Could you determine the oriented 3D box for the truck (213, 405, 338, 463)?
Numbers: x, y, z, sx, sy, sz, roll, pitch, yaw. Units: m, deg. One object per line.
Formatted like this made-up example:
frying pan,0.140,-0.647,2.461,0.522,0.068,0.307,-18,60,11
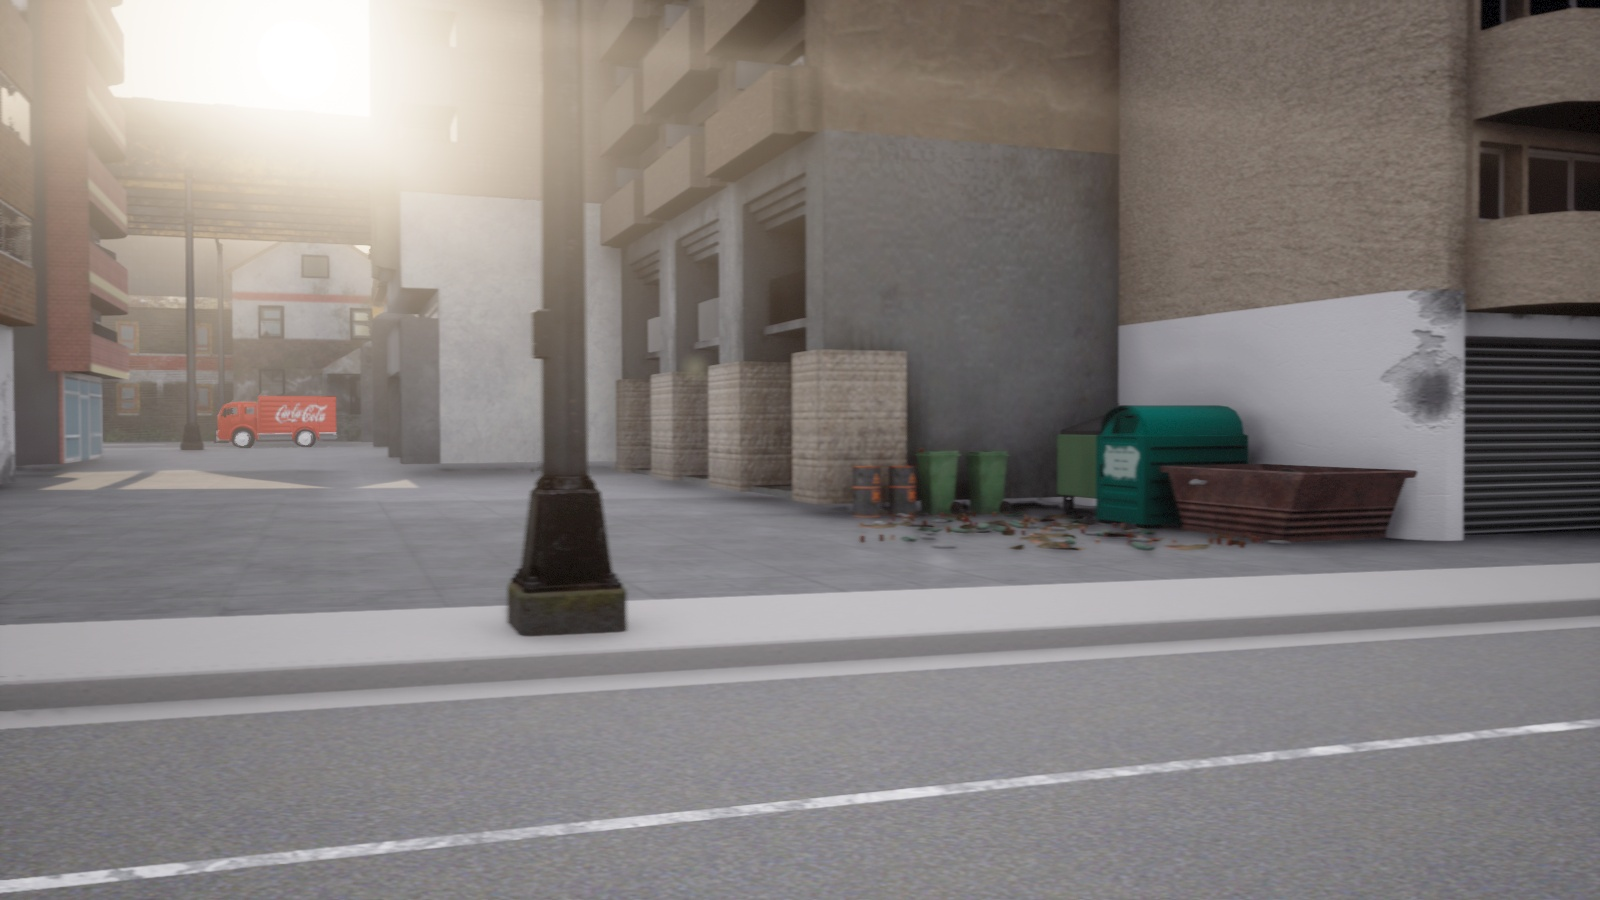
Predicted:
truck,-24.426,-0.770,58.691,5.204,2.467,2.627,-2,1,-21
